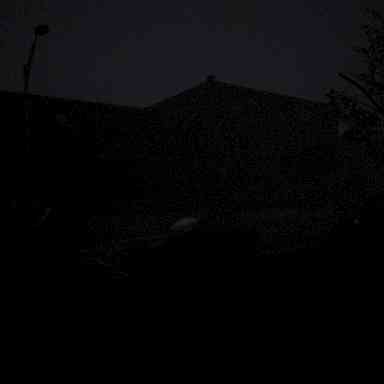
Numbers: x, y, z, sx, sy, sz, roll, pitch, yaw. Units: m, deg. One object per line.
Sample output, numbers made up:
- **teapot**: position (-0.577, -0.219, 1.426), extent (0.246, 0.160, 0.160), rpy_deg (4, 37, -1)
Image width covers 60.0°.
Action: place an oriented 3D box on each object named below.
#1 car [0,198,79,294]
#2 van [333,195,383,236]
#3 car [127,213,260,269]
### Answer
- **car**: position (-5.280, 1.177, 6.914), extent (5.566, 2.045, 2.435), rpy_deg (0, 0, -35)
- **van**: position (9.125, 1.133, 17.226), extent (4.442, 1.987, 1.878), rpy_deg (0, 0, -33)
- **car**: position (0.206, 1.433, 10.839), extent (4.674, 1.452, 2.002), rpy_deg (0, 0, -35)
